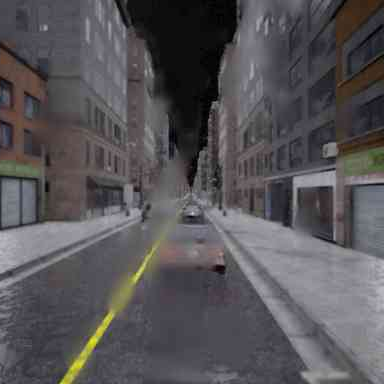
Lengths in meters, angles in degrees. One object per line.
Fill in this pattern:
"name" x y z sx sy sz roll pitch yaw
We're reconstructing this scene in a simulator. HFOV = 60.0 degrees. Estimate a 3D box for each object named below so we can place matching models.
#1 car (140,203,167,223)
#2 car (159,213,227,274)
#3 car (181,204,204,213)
"car" -3.106 1.699 27.824 1.837 1.490 4.892 0 -1 0
"car" 0.060 1.621 10.757 2.033 1.411 5.357 0 0 0
"car" 0.065 1.770 29.622 1.994 1.385 4.181 0 0 0
